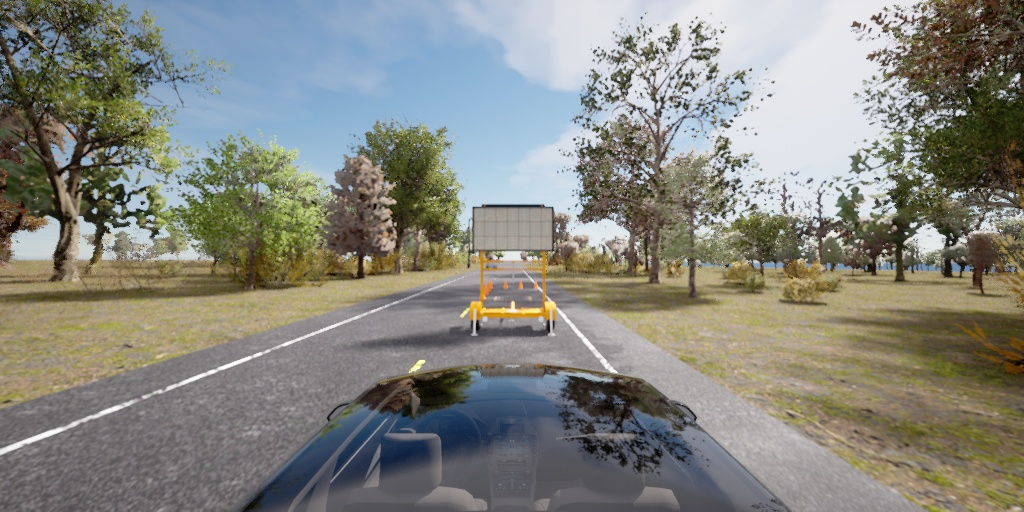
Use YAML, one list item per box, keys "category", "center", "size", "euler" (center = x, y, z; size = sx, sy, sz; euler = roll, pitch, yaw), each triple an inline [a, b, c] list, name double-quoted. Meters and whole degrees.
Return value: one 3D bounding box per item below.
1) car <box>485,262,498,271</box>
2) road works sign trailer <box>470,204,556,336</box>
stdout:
- category: "car"
  center: [-3.330, 1.679, 58.290]
  size: [2.128, 1.511, 4.902]
  euler: [0, 0, 0]
- category: "road works sign trailer"
  center: [0.031, 0.273, 10.639]
  size: [2.380, 3.560, 2.880]
  euler: [0, 0, 0]
